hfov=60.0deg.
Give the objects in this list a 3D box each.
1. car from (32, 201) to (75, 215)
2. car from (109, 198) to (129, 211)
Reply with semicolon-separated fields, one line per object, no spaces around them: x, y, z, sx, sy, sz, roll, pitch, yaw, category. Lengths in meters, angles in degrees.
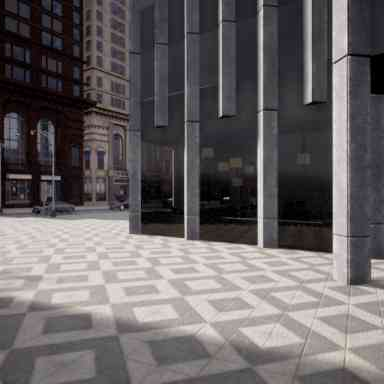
-14.601;1.630;35.197;1.994;1.385;4.181;0;0;36;car
-8.640;1.600;43.522;1.837;1.490;4.892;0;0;36;car
